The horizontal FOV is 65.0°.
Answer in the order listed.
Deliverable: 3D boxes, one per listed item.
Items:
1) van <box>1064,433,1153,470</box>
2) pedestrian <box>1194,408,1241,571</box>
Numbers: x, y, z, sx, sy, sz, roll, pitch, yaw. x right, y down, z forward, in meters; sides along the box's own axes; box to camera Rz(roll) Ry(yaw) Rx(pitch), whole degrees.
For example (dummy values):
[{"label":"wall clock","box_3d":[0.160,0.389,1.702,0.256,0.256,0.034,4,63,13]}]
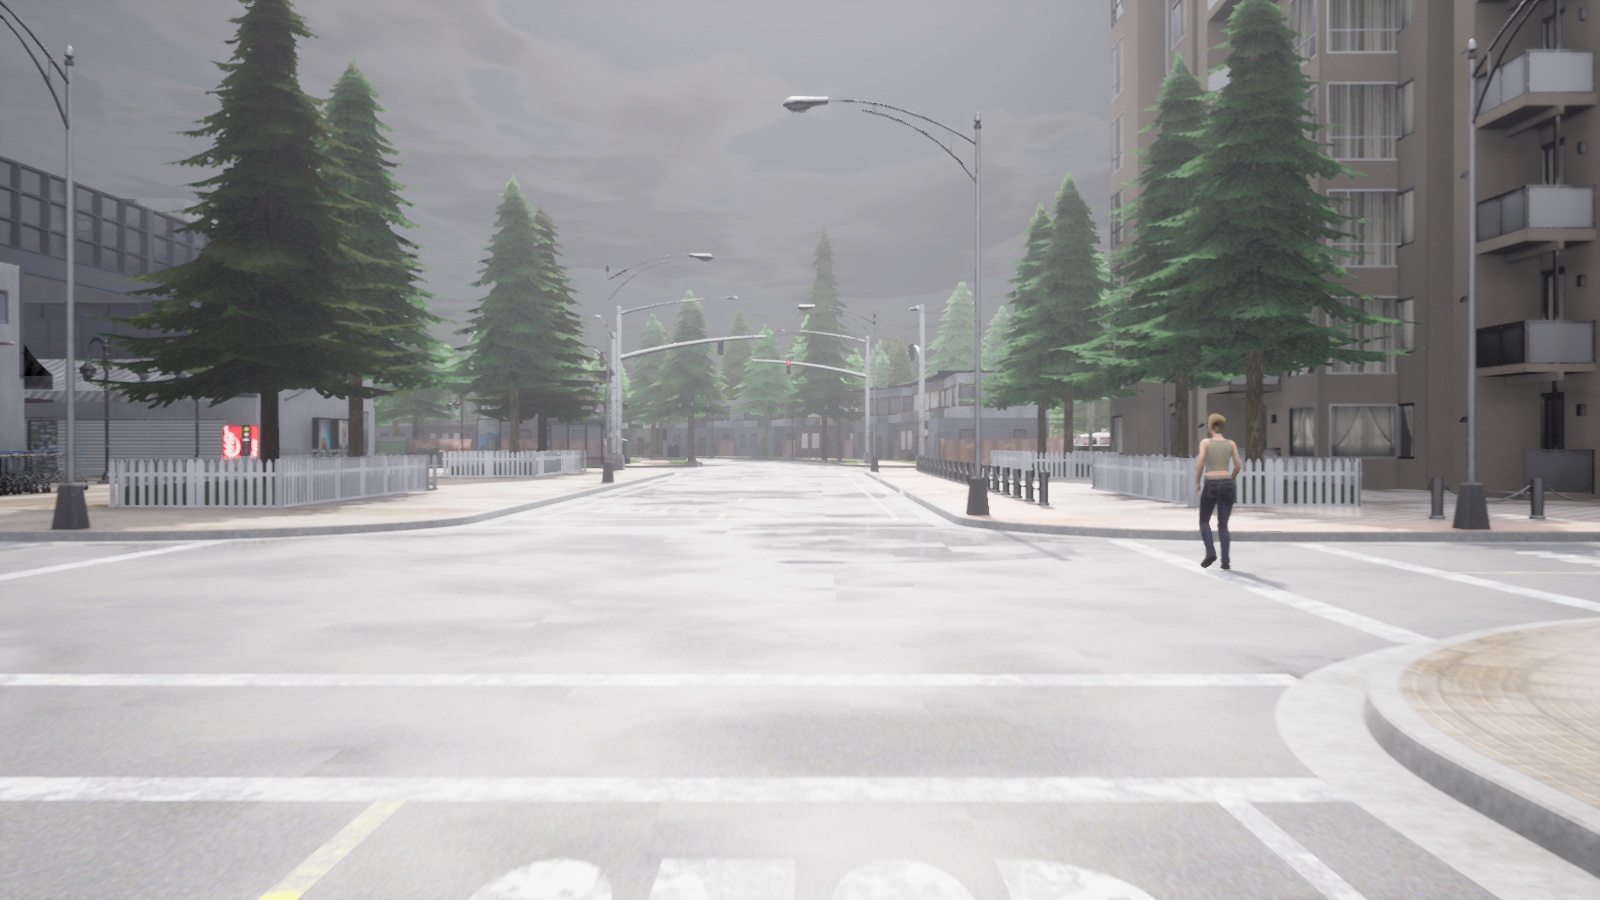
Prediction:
[{"label":"van","box_3d":[17.193,0.073,70.135,4.480,2.038,2.069,0,0,2]},{"label":"pedestrian","box_3d":[4.800,0.439,14.440,0.345,1.836,0.594,0,0,1]}]
